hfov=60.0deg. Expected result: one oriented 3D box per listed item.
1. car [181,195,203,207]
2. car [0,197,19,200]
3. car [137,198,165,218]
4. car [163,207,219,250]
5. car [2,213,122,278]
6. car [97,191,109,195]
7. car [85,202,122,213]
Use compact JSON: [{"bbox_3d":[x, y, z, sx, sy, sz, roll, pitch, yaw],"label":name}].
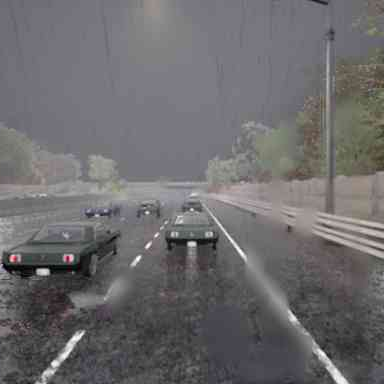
[{"bbox_3d":[0.001,1.279,31.313,1.837,1.490,4.892,0,0,0],"label":"car"},{"bbox_3d":[-21.082,1.280,38.050,2.033,1.411,5.357,0,0,0],"label":"car"},{"bbox_3d":[-3.399,1.303,27.724,1.837,1.490,4.892,0,0,0],"label":"car"},{"bbox_3d":[0.000,1.498,13.800,1.895,1.301,4.718,0,0,0],"label":"car"},{"bbox_3d":[-3.400,1.527,9.830,1.895,1.301,4.718,0,0,0],"label":"car"},{"bbox_3d":[-20.994,0.501,78.889,2.097,1.767,4.553,0,0,0],"label":"car"},{"bbox_3d":[-6.896,1.407,26.458,1.895,1.301,4.718,0,0,0],"label":"car"}]
